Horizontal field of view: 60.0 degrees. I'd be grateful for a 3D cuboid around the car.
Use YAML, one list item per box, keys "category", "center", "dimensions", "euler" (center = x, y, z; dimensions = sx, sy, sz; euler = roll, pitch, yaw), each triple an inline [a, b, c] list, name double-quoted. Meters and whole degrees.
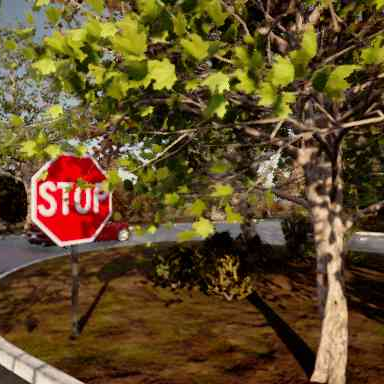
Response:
- category: "car"
  center: [-5.090, 1.740, 15.757]
  dimensions: [1.882, 1.535, 5.008]
  euler: [-1, -2, 35]
